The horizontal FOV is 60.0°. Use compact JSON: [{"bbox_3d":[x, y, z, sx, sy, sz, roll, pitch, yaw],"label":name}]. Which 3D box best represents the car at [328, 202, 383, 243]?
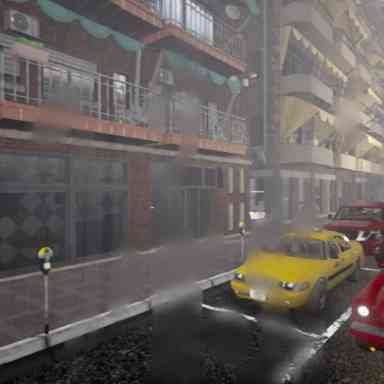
[{"bbox_3d":[6.347,1.315,12.203,2.192,1.841,5.009,0,0,40],"label":"car"}]

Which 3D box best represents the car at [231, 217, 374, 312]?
[{"bbox_3d":[2.712,1.524,7.817,1.752,1.417,4.829,0,0,40],"label":"car"}]

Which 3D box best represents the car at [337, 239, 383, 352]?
[{"bbox_3d":[4.105,1.601,5.420,1.895,1.301,4.718,0,0,40],"label":"car"}]
